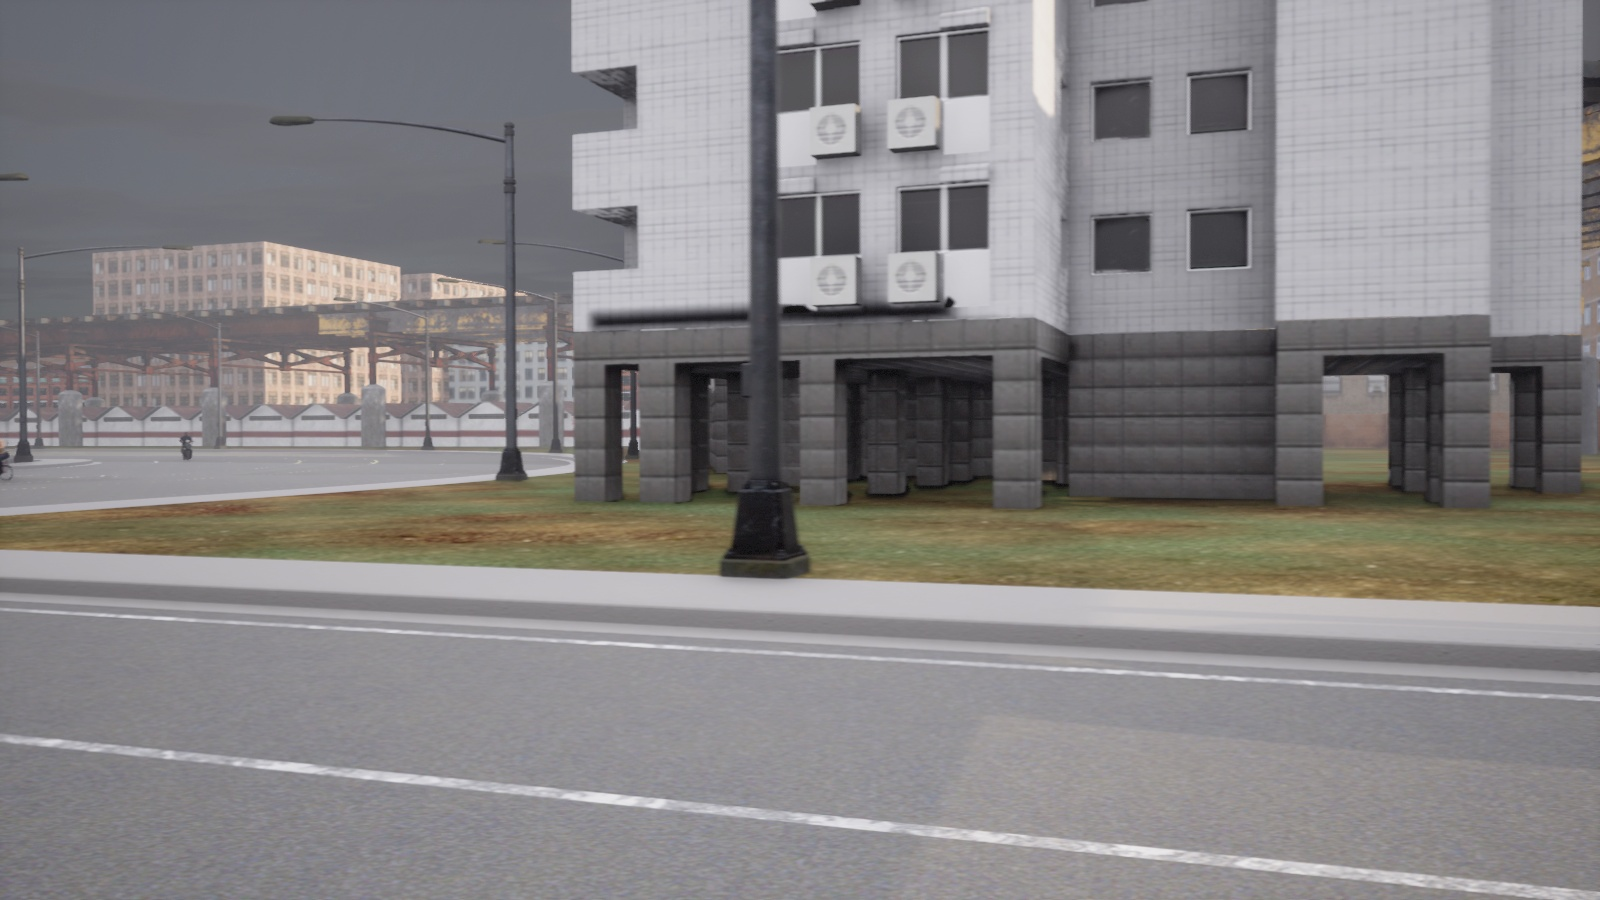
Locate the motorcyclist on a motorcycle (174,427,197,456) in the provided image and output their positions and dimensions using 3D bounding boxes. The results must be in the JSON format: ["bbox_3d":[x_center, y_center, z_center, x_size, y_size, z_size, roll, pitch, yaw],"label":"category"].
[{"bbox_3d":[-34.055,-0.465,69.611,0.866,1.590,1.817,-1,1,-34],"label":"motorcyclist on a motorcycle"}]
